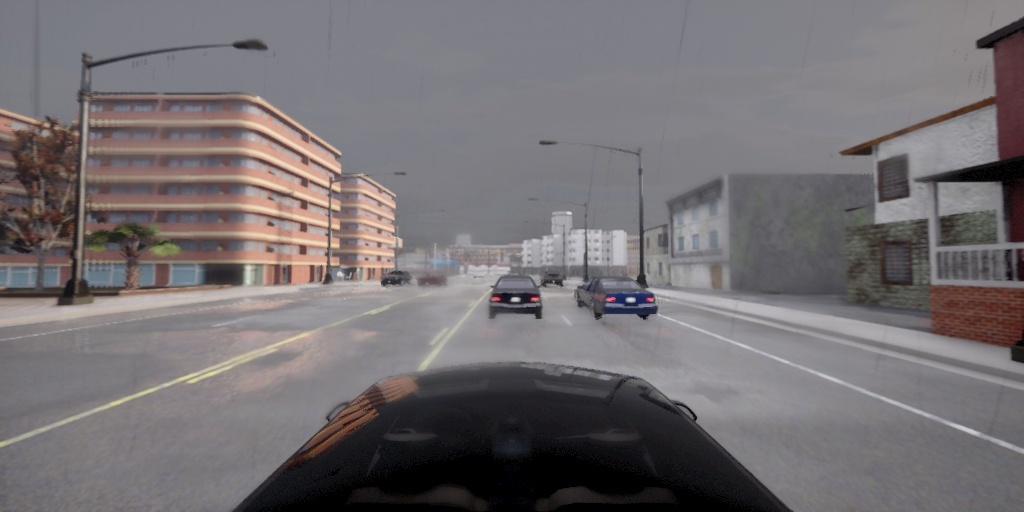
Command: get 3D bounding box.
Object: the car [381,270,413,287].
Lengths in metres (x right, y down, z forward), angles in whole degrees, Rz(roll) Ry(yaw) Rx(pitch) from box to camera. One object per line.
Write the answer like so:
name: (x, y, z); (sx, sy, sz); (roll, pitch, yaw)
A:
car: (-10.504, 2.070, 33.113); (1.837, 1.490, 4.892); (0, -3, 0)

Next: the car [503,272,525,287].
car: (0.193, 2.219, 34.483); (1.994, 1.385, 4.181); (0, -3, 0)

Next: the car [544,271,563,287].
car: (3.693, 2.151, 34.208); (1.837, 1.490, 4.892); (0, -3, 0)

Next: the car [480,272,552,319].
car: (0.124, 1.432, 13.453); (2.033, 1.411, 5.357); (0, -1, 0)

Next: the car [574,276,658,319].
car: (3.624, 1.437, 13.403); (2.033, 1.411, 5.357); (0, -1, 0)

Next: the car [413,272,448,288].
car: (-7.010, 2.111, 31.893); (1.895, 1.301, 4.718); (0, -3, 0)
